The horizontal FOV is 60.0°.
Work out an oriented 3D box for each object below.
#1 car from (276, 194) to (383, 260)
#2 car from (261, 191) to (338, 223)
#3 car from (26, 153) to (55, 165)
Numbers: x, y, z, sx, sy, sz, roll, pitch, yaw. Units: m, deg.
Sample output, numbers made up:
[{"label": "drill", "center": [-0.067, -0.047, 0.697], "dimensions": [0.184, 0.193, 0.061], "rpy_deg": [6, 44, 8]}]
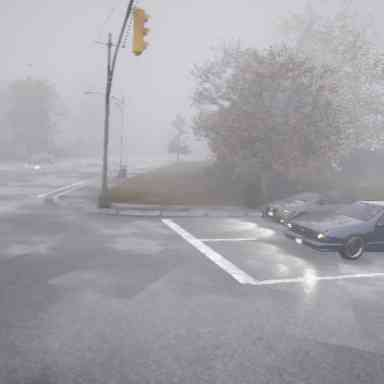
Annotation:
[{"label": "car", "center": [5.460, 0.991, 9.636], "dimensions": [5.357, 1.411, 2.033], "rpy_deg": [1, 5, -16]}, {"label": "car", "center": [4.879, 0.678, 13.146], "dimensions": [4.181, 1.385, 1.994], "rpy_deg": [1, 5, -18]}, {"label": "car", "center": [-20.613, -4.512, 45.410], "dimensions": [1.837, 1.490, 4.892], "rpy_deg": [4, 8, 6]}]
